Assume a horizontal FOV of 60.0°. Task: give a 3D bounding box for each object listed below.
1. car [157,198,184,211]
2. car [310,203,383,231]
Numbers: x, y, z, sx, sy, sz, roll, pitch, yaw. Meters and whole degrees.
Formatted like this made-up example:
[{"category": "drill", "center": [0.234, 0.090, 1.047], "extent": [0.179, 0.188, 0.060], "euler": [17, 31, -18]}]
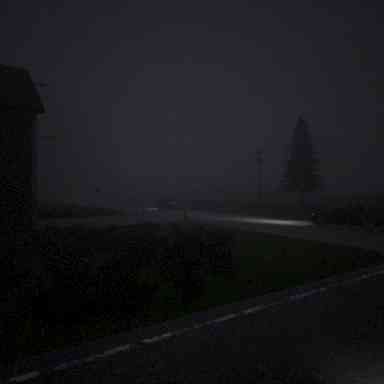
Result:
[{"category": "car", "center": [-2.642, 1.444, 39.818], "extent": [1.812, 1.442, 4.674], "euler": [0, 0, -30]}, {"category": "car", "center": [9.621, 1.415, 20.214], "extent": [2.128, 1.511, 4.902], "euler": [0, 0, -39]}]
